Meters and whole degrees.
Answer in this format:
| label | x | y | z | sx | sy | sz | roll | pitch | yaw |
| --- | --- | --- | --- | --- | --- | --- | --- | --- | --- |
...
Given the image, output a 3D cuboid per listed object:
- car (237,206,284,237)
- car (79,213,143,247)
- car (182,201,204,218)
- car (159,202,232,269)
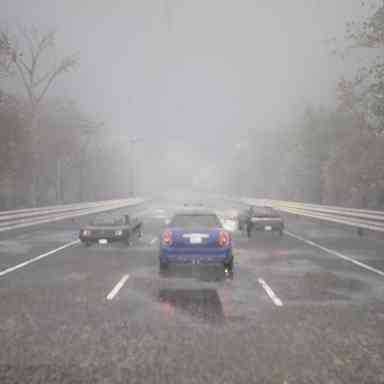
| label | x | y | z | sx | sy | sz | roll | pitch | yaw |
| --- | --- | --- | --- | --- | --- | --- | --- | --- | --- |
| car | 3.602 | 1.492 | 18.140 | 2.128 | 1.511 | 4.902 | 0 | 0 | 0 |
| car | -3.397 | 1.602 | 14.948 | 1.895 | 1.301 | 4.718 | 0 | 0 | 0 |
| car | 0.105 | 1.596 | 30.980 | 1.895 | 1.301 | 4.718 | 0 | 0 | 0 |
| car | 0.104 | 1.353 | 11.310 | 2.097 | 1.767 | 4.553 | 0 | 0 | 0 |
